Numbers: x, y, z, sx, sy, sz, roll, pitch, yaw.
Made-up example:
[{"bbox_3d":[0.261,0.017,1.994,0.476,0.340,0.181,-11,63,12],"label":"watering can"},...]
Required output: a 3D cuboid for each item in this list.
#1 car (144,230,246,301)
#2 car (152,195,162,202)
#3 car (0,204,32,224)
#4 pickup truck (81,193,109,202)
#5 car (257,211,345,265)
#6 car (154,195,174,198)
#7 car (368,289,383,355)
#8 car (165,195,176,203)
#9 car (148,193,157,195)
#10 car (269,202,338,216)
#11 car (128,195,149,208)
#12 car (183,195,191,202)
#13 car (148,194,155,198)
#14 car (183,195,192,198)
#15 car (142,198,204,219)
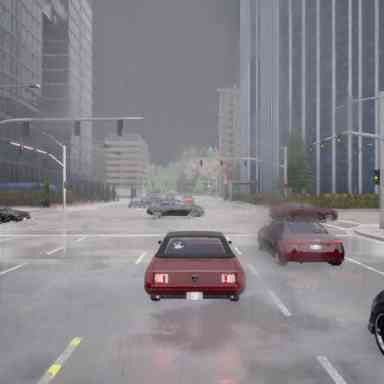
[{"bbox_3d":[0.070,1.602,8.267,1.895,1.301,4.718,0,0,0],"label":"car"},{"bbox_3d":[-8.141,1.473,77.569,1.882,1.535,5.008,0,0,-1],"label":"car"},{"bbox_3d":[-14.650,1.550,24.268,5.357,1.411,2.033,0,0,6],"label":"car"},{"bbox_3d":[-21.201,1.066,73.313,2.390,2.098,6.274,0,0,30],"label":"pickup truck"},{"bbox_3d":[3.576,1.565,11.625,1.994,1.385,4.181,0,0,0],"label":"car"},{"bbox_3d":[-4.353,1.553,51.542,2.033,1.411,5.357,0,0,-1],"label":"car"},{"bbox_3d":[3.608,1.564,3.214,1.994,1.385,4.181,0,0,-1],"label":"car"},{"bbox_3d":[-4.556,1.533,71.824,2.128,1.511,4.902,0,0,-1],"label":"car"},{"bbox_3d":[-8.005,1.228,67.101,2.150,2.045,5.566,0,0,-1],"label":"car"},{"bbox_3d":[8.257,1.480,24.822,5.008,1.535,1.882,0,0,0],"label":"car"},{"bbox_3d":[-7.796,1.531,47.442,1.812,1.442,4.674,0,0,1],"label":"car"},{"bbox_3d":[-1.186,1.533,80.721,1.812,1.442,4.674,0,0,-1],"label":"car"},{"bbox_3d":[-7.914,1.511,56.695,1.837,1.490,4.892,0,0,-1],"label":"car"},{"bbox_3d":[-0.721,1.357,54.456,2.097,1.767,4.553,0,0,-1],"label":"car"},{"bbox_3d":[-1.414,1.494,28.243,4.902,1.511,2.128,0,0,0],"label":"car"}]
